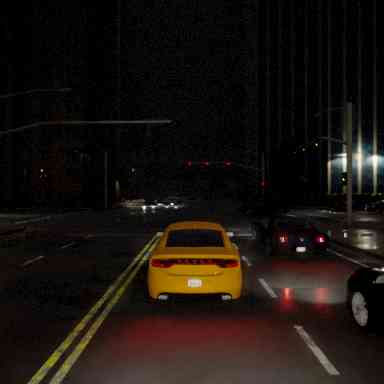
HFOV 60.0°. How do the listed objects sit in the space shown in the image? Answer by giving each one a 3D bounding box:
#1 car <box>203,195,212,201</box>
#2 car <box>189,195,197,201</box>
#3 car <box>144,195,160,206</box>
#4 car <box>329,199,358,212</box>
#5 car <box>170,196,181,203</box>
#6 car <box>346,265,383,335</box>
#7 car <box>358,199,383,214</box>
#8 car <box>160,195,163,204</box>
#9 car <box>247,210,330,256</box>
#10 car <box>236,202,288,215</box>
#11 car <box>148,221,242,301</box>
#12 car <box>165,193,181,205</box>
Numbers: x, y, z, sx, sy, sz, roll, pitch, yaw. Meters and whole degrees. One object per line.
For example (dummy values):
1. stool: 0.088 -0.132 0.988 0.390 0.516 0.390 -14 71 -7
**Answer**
1. car: 3.684 1.429 79.570 1.837 1.490 4.892 0 0 0
2. car: 0.186 1.367 80.118 1.994 1.385 4.181 0 0 0
3. car: -6.957 1.505 56.071 1.837 1.490 4.892 0 0 0
4. car: 19.011 1.547 38.890 5.357 1.411 2.033 0 0 0
5. car: -3.350 1.564 68.376 1.994 1.385 4.181 0 0 1
6. car: 3.609 1.505 3.912 1.837 1.490 4.892 0 0 0
7. car: 20.928 1.491 35.407 4.902 1.511 2.128 0 0 -1
8. car: -6.887 1.352 65.258 2.097 1.767 4.553 0 0 1
9. car: 3.612 1.601 13.184 1.895 1.301 4.718 0 0 0
10. car: 6.670 1.601 31.592 4.718 1.301 1.895 0 0 0
11. car: 0.074 1.478 8.423 1.882 1.535 5.008 0 0 1
12. car: -3.435 1.221 59.017 2.150 2.045 5.566 0 0 0
